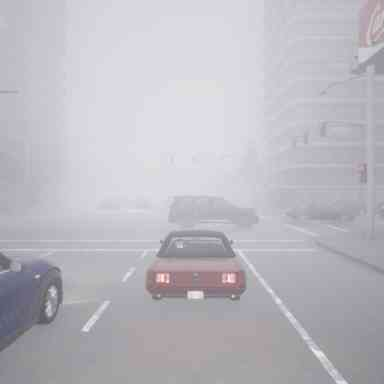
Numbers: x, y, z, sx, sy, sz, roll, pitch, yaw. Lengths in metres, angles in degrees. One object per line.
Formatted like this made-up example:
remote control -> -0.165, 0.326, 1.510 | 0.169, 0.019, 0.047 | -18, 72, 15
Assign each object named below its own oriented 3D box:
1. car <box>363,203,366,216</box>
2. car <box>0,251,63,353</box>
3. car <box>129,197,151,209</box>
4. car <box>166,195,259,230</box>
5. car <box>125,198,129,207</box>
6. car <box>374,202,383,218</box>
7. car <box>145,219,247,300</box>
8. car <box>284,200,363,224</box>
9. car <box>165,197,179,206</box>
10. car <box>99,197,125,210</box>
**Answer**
car -> 14.068, 1.494, 31.212 | 4.892, 1.490, 1.837 | 0, 0, 0
car -> -3.431, 1.351, 4.286 | 2.097, 1.767, 4.553 | 0, 0, 1
car -> -6.929, 1.476, 46.411 | 2.128, 1.511, 4.902 | 0, 0, 1
car -> 1.248, 1.214, 20.479 | 5.566, 2.045, 2.150 | 0, 0, 0
car -> -10.415, 1.583, 52.056 | 1.895, 1.301, 4.718 | 0, 0, 1
car -> 18.276, 1.213, 27.725 | 5.566, 2.045, 2.150 | 0, 0, 0
car -> 0.112, 1.598, 8.307 | 1.895, 1.301, 4.718 | 0, 0, 1
car -> 9.145, 1.483, 24.000 | 4.902, 1.511, 2.128 | 0, 0, 0
car -> -3.254, 1.545, 54.906 | 1.994, 1.385, 4.181 | 0, 0, 0
car -> -10.458, 1.490, 42.800 | 1.837, 1.490, 4.892 | 0, 0, 0
